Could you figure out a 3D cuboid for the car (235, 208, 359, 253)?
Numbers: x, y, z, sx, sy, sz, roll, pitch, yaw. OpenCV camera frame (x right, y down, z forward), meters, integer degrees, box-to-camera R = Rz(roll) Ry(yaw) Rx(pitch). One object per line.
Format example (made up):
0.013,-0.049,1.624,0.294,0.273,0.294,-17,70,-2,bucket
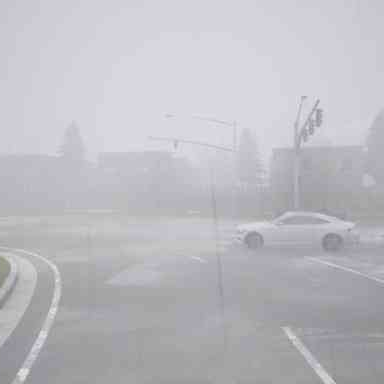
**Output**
4.091,1.525,13.326,4.674,1.442,1.812,0,0,12,car

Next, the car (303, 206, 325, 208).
8.097,1.600,23.210,4.718,1.301,1.895,0,0,12,car
